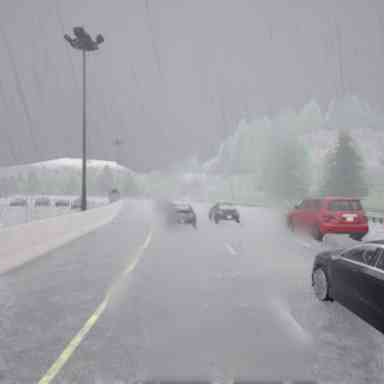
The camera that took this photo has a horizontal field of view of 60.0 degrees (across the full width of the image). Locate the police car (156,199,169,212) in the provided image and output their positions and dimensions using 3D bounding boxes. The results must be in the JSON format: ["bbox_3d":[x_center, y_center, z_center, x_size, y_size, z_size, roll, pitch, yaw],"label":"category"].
[{"bbox_3d":[-3.335,1.609,41.096,2.038,1.542,4.974,0,0,-10],"label":"police car"}]

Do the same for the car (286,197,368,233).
[{"bbox_3d":[6.662,1.265,16.986,2.150,2.045,5.566,0,0,-3],"label":"car"}]

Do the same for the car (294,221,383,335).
[{"bbox_3d":[3.561,1.505,5.402,2.128,1.511,4.902,0,0,-1],"label":"car"}]

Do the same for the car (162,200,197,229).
[{"bbox_3d":[-0.787,1.549,22.324,2.128,1.511,4.902,0,0,-5],"label":"car"}]

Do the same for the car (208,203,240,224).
[{"bbox_3d":[2.411,1.591,25.659,1.812,1.442,4.674,0,0,-6],"label":"car"}]
